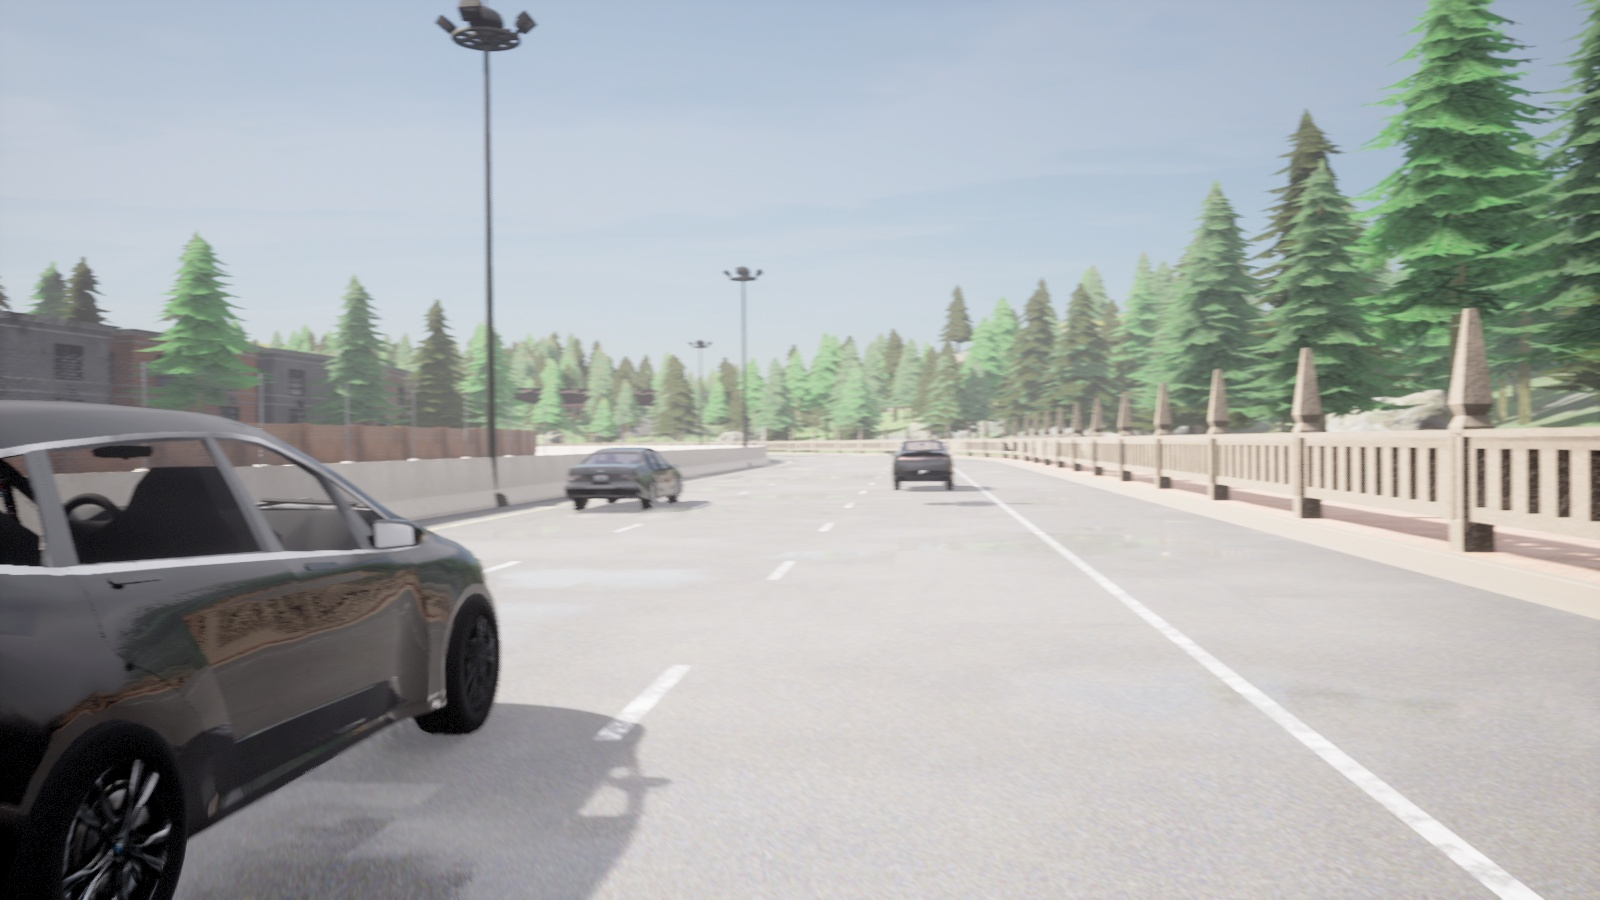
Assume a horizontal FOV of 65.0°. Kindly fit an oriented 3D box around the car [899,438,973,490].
[{"bbox_3d":[4.222,0.381,39.168,2.128,1.511,4.902,0,0,6],"label":"car"}]

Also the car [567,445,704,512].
[{"bbox_3d":[-3.769,0.606,29.865,2.033,1.411,5.357,0,0,6],"label":"car"}]

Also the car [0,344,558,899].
[{"bbox_3d":[-2.782,0.575,5.203,2.242,1.667,4.611,0,0,6],"label":"car"}]
